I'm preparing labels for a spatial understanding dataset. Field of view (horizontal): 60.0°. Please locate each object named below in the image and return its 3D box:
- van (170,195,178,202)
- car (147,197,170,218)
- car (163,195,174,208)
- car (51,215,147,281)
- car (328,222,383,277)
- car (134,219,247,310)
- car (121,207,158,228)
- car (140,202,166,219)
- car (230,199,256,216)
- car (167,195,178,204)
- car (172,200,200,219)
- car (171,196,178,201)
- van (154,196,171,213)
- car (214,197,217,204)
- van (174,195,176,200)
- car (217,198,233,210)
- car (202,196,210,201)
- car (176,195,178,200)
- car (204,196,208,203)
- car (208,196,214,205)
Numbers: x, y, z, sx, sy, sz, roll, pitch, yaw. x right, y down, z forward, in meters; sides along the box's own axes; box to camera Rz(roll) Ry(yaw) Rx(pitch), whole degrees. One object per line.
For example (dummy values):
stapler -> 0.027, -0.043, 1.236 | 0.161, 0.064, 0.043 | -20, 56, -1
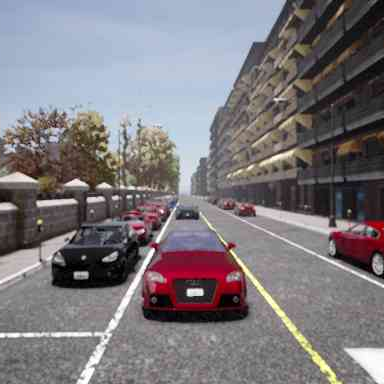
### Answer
van -> -4.491, 1.550, 83.101 | 1.690, 1.788, 3.998 | 0, 0, -1
car -> -3.065, 1.481, 26.816 | 1.967, 1.590, 4.097 | 0, 0, -1
car -> -3.209, 1.371, 32.445 | 2.192, 1.841, 5.009 | 0, 0, -1
car -> -2.637, 1.577, 9.934 | 1.947, 1.339, 4.313 | 0, 0, -1
car -> 5.740, 1.562, 10.146 | 1.887, 1.381, 4.507 | 0, 0, -1
car -> 0.011, 1.574, 7.797 | 1.994, 1.385, 4.181 | 0, 0, -1
car -> -2.780, 1.600, 15.563 | 1.802, 1.307, 4.206 | 0, 0, -1
car -> -2.923, 1.572, 21.189 | 1.887, 1.381, 4.507 | 0, 0, -1
car -> 5.169, 1.645, 32.657 | 1.802, 1.307, 4.206 | 0, 0, -1
car -> -4.206, 1.484, 71.845 | 2.192, 1.841, 5.009 | 0, 0, -1
car -> -0.415, 1.610, 28.335 | 1.994, 1.385, 4.181 | 0, 0, -2
car -> -4.634, 1.812, 88.729 | 1.802, 1.307, 4.206 | 0, 0, -1
van -> -3.351, 1.413, 38.074 | 1.690, 1.788, 3.998 | 0, 0, -1
car -> 4.741, 1.691, 49.543 | 1.802, 1.307, 4.206 | 0, 0, -1
van -> -3.636, 1.443, 49.332 | 1.690, 1.788, 3.998 | 0, 0, -1
car -> 4.884, 1.534, 43.915 | 1.967, 1.590, 4.097 | 0, 0, -1
car -> 3.743, 1.819, 88.942 | 1.802, 1.307, 4.206 | 0, 0, -1
car -> -3.921, 1.700, 60.588 | 1.947, 1.339, 4.313 | 0, 0, -1
car -> 4.171, 1.616, 72.057 | 1.967, 1.590, 4.097 | 0, 0, -1
car -> 4.456, 1.706, 60.801 | 1.947, 1.339, 4.313 | 0, 0, -1
